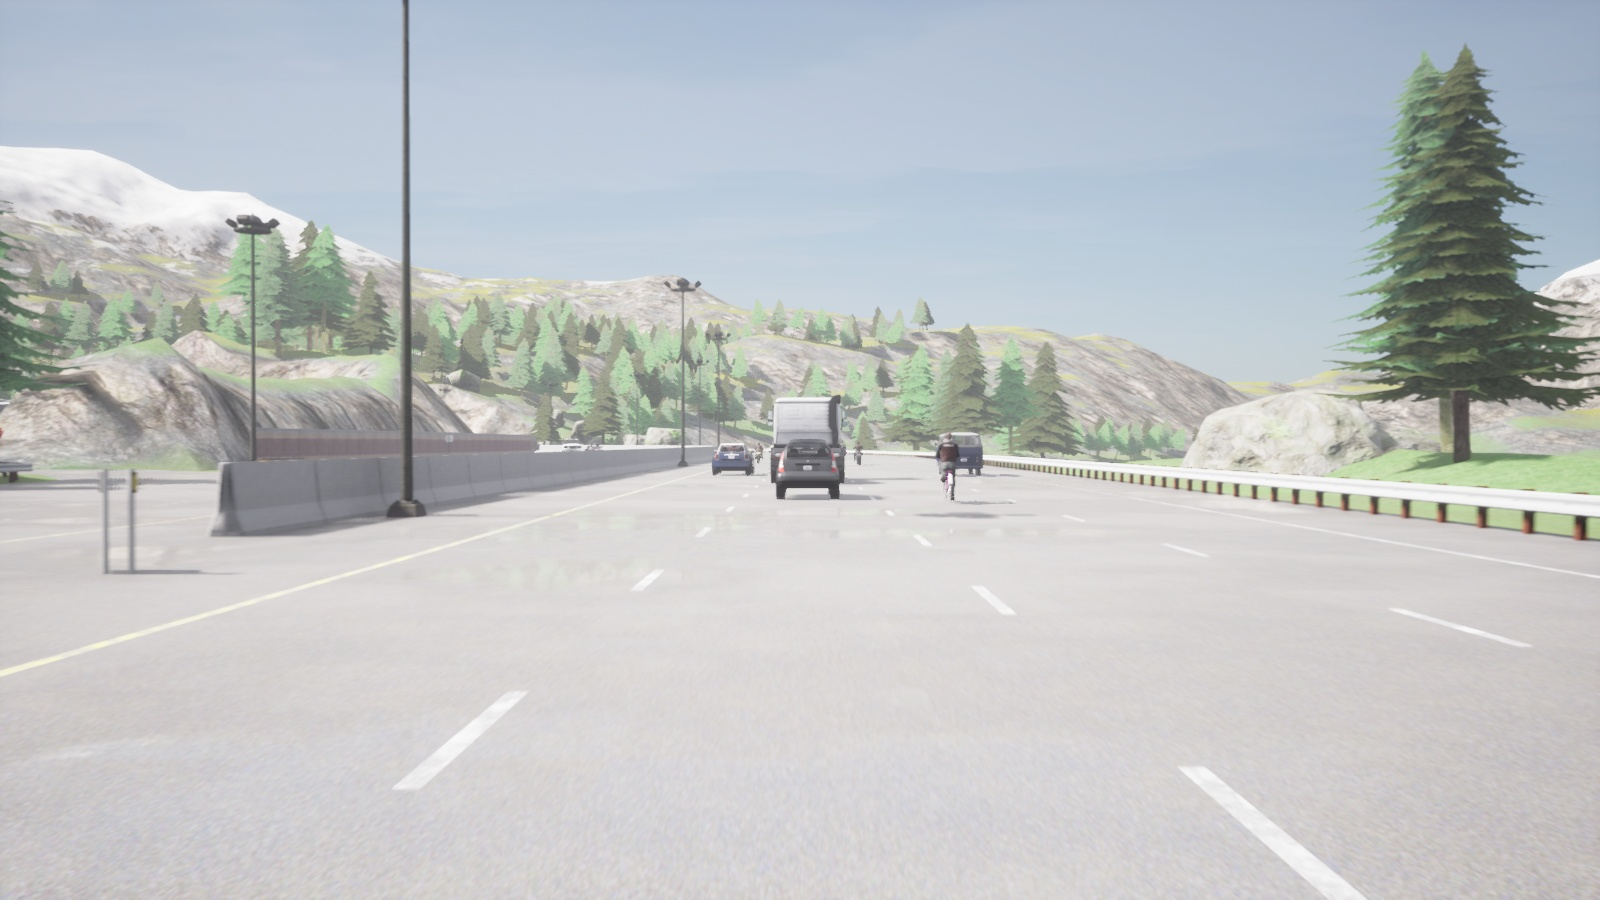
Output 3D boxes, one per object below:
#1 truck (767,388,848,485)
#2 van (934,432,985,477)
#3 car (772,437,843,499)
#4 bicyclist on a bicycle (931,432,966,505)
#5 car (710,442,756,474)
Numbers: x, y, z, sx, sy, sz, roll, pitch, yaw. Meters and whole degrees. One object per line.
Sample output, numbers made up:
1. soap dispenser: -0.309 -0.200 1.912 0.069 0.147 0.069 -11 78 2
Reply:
1. truck: 0.289 -0.508 49.022 2.891 3.462 7.936 0 0 0
2. van: 7.340 0.181 58.136 1.775 1.987 4.442 0 0 0
3. car: 0.210 0.452 34.738 1.851 1.617 3.988 0 0 0
4. bicyclist on a bicycle: 3.691 0.445 31.402 0.659 1.776 1.843 0 0 0
5. car: -3.150 0.376 59.800 1.970 1.475 3.806 0 0 0
